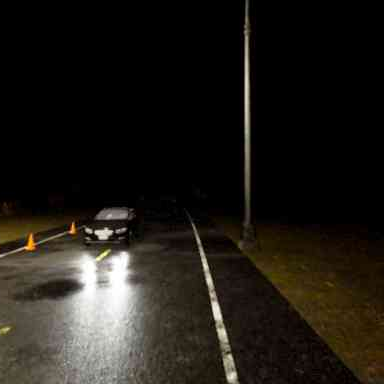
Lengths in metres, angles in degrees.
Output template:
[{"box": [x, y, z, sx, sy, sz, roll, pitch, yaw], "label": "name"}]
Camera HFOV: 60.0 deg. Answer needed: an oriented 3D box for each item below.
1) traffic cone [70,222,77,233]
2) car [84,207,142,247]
[{"box": [-6.434, 1.912, 18.013, 0.340, 0.580, 0.340, 0, 0, -2], "label": "traffic cone"}, {"box": [-3.417, 1.454, 15.023, 2.128, 1.511, 4.902, 0, 0, -2], "label": "car"}]
